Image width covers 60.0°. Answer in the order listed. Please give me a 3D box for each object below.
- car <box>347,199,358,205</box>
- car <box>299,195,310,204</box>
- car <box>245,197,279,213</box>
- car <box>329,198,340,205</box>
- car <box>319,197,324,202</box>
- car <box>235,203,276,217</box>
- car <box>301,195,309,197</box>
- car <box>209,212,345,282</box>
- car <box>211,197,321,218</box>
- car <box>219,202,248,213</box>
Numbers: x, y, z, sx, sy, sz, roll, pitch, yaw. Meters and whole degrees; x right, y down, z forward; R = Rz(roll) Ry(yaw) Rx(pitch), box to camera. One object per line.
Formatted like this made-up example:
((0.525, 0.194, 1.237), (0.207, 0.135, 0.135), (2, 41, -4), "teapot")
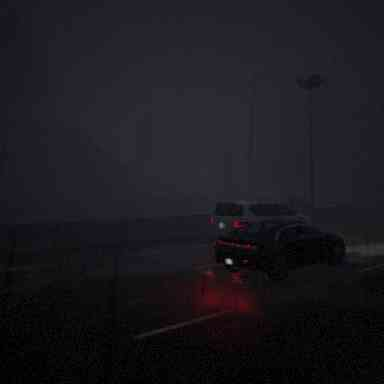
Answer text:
((34.620, 2.097, 71.735), (1.994, 1.385, 4.181), (-1, -1, 26), "car")
((27.936, 1.856, 82.497), (2.150, 2.045, 5.566), (-1, -1, 24), "car")
((9.772, 1.748, 46.259), (2.150, 2.045, 5.566), (-1, -1, 41), "car")
((31.442, 2.122, 73.200), (1.812, 1.442, 4.674), (-1, -1, 26), "car")
((31.426, 1.889, 81.754), (1.882, 1.535, 5.008), (-1, -1, 22), "car")
((7.415, 1.991, 38.340), (2.033, 1.411, 5.357), (-1, -1, 44), "car")
((11.558, 1.619, 37.690), (2.150, 2.045, 5.566), (-1, -1, 43), "car")
((2.855, 1.606, 10.232), (4.902, 1.511, 2.128), (0, -1, -39), "car")
((3.239, 1.395, 14.995), (5.566, 2.045, 2.150), (0, -1, -40), "car")
((5.934, 2.137, 47.174), (1.994, 1.385, 4.181), (-1, -1, 42), "car")
